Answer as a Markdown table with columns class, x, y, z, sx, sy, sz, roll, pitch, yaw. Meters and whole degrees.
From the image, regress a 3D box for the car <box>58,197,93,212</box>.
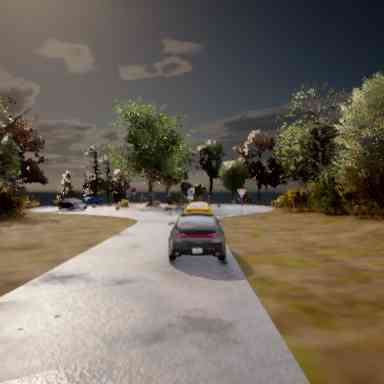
| class | x | y | z | sx | sy | sz | roll | pitch | yaw |
| --- | --- | --- | --- | --- | --- | --- | --- | --- | --- |
| car | -14.658 | 1.545 | 40.748 | 4.902 | 1.511 | 2.128 | 0 | 0 | 44 |

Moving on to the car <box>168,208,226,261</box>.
| class | x | y | z | sx | sy | sz | roll | pitch | yaw |
| --- | --- | --- | --- | --- | --- | --- | --- | --- | --- |
| car | 0.167 | 1.520 | 12.216 | 1.837 | 1.490 | 4.892 | 0 | -1 | 0 |

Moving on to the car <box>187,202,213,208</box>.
| class | x | y | z | sx | sy | sz | roll | pitch | yaw |
| --- | --- | --- | --- | --- | --- | --- | --- | --- | --- |
| car | 0.582 | 1.515 | 25.665 | 1.882 | 1.535 | 5.008 | 0 | 0 | 4 |

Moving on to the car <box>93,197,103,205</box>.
| class | x | y | z | sx | sy | sz | roll | pitch | yaw |
| --- | --- | --- | --- | --- | --- | --- | --- | --- | --- |
| car | -17.664 | 1.552 | 57.518 | 1.882 | 1.535 | 5.008 | 0 | -1 | 31 |
